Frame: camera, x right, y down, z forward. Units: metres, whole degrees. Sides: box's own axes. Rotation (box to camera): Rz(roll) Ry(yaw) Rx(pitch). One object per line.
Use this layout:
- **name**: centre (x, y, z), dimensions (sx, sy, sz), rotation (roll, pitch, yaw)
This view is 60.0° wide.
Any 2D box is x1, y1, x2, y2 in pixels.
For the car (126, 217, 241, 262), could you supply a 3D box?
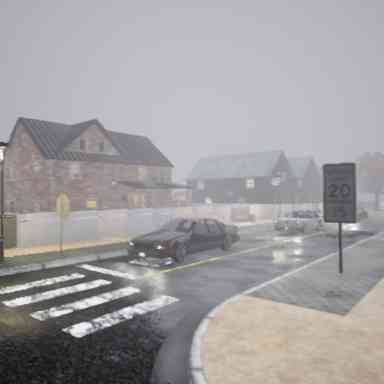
- **car**: centre (-0.050, 1.742, 13.284), dimensions (2.033, 1.411, 5.357), rotation (-1, -1, 38)

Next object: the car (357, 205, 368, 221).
- **car**: centre (16.077, 2.003, 33.005), dimensions (2.128, 1.511, 4.902), rotation (-1, -1, 40)

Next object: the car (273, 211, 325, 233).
- **car**: centre (7.191, 1.931, 22.174), dimensions (1.895, 1.301, 4.718), rotation (-1, -1, 39)
